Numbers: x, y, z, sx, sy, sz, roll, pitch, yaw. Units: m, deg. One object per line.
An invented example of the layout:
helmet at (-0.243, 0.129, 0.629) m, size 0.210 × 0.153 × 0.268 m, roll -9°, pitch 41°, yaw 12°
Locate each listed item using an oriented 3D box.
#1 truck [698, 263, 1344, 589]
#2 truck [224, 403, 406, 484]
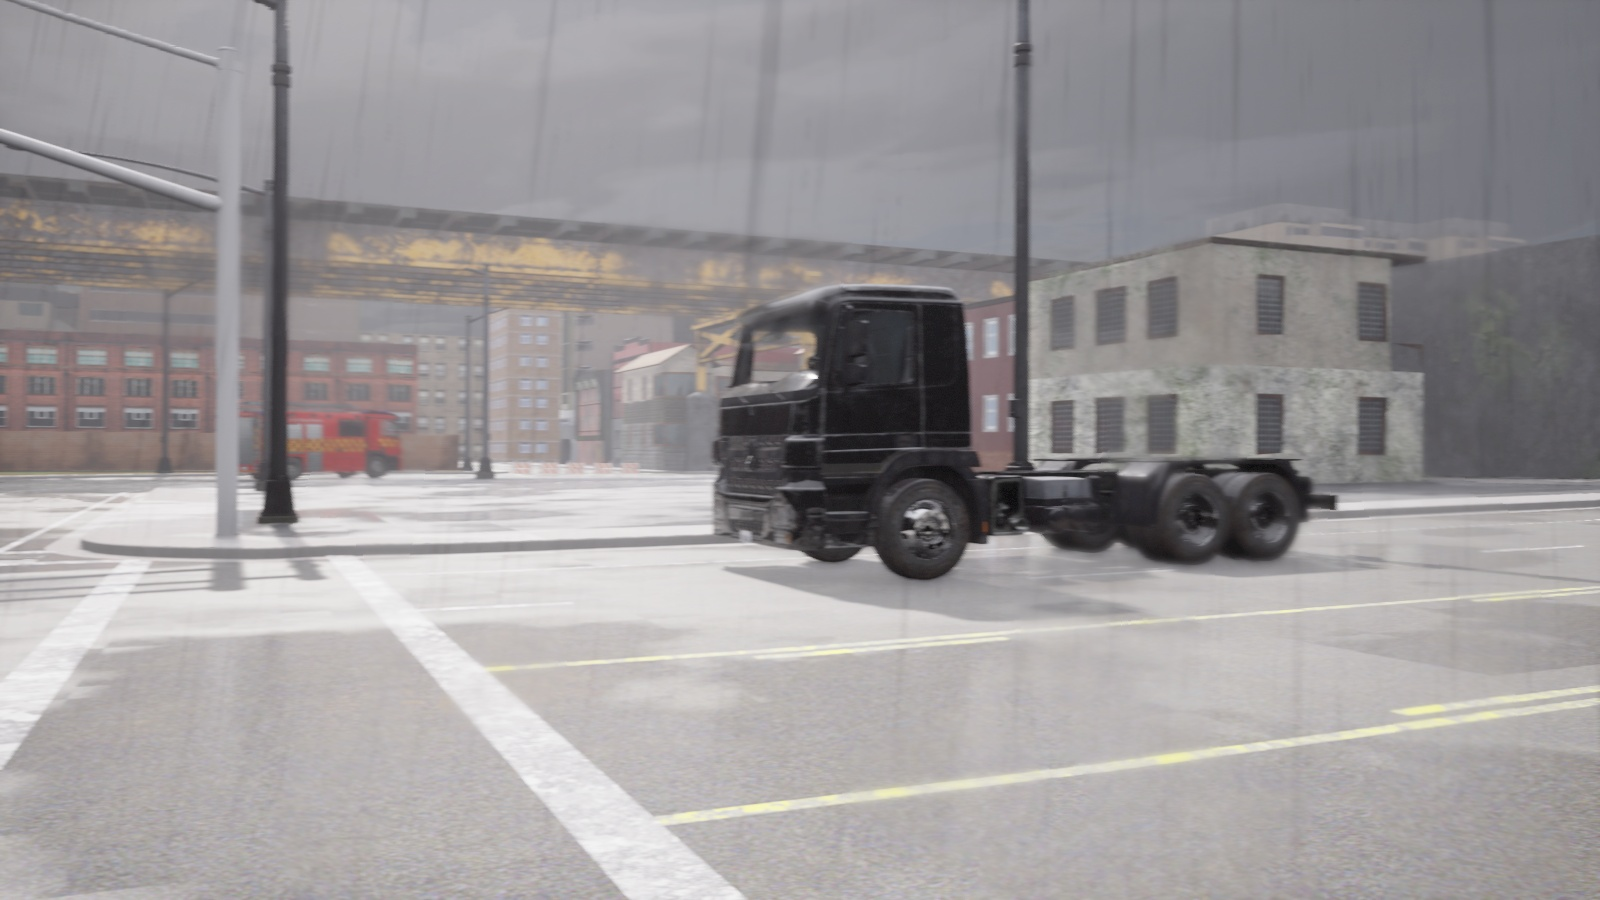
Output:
truck at (2.937, -0.292, 16.238) m, size 7.936 × 3.462 × 2.891 m, roll -1°, pitch 0°, yaw -24°
truck at (-24.308, -0.306, 63.455) m, size 2.891 × 3.827 × 8.468 m, roll 0°, pitch 0°, yaw 33°
